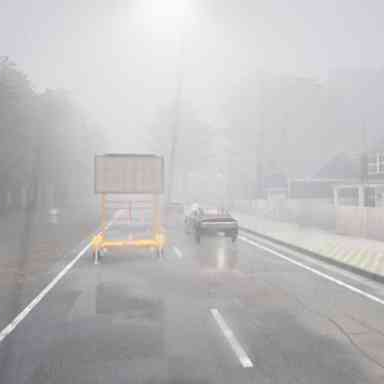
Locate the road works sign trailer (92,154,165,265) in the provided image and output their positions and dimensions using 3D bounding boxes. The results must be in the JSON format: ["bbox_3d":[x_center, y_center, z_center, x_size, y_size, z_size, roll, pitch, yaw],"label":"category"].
[{"bbox_3d":[-2.208,0.458,11.852,2.380,3.560,2.880,0,0,-9],"label":"road works sign trailer"}]

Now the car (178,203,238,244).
[{"bbox_3d":[0.799,1.481,15.918,2.128,1.511,4.902,0,0,-9],"label":"car"}]

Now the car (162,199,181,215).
[{"bbox_3d":[-1.957,1.472,33.743,2.128,1.511,4.902,0,0,-9],"label":"car"}]
